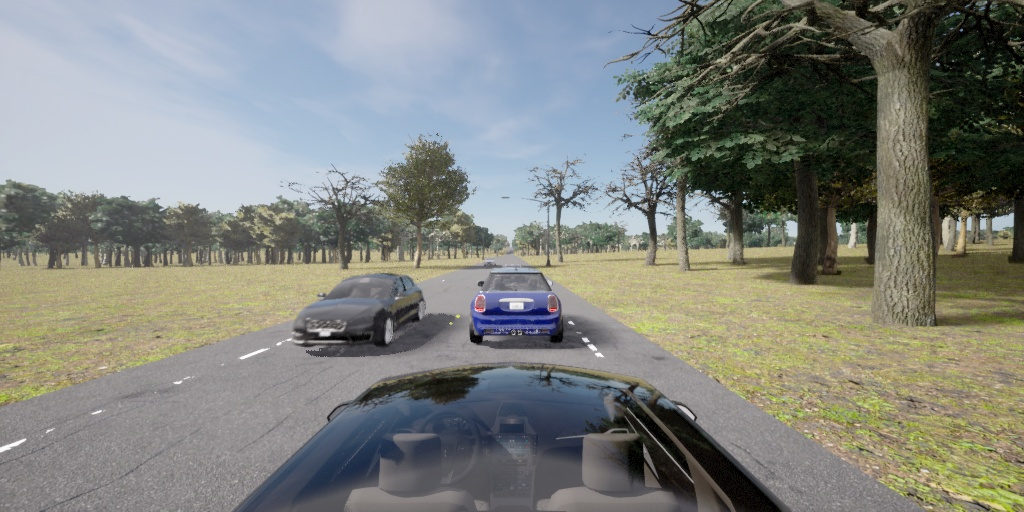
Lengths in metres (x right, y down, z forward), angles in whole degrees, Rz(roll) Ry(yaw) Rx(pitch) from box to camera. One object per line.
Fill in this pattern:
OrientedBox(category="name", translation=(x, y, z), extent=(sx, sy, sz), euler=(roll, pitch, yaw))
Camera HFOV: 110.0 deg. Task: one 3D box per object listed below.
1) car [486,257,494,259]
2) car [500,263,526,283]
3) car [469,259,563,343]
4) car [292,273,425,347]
OrientedBox(category="car", translation=(-3.585, 0.931, 58.652), extent=(1.812, 1.442, 4.674), euler=(0, 0, 0))
OrientedBox(category="car", translation=(0.068, 1.256, 27.922), extent=(1.895, 1.301, 4.718), euler=(0, 0, 0))
OrientedBox(category="car", translation=(0.088, 1.085, 9.819), extent=(2.097, 1.767, 4.553), euler=(0, 0, 0))
OrientedBox(category="car", translation=(-3.610, 1.239, 9.347), extent=(1.837, 1.490, 4.892), euler=(0, 0, 0))
